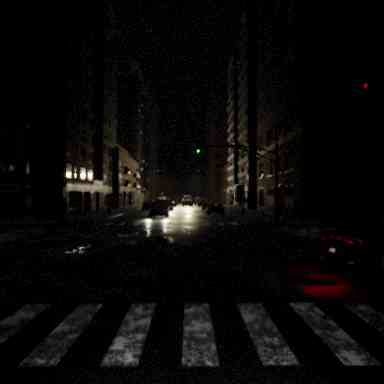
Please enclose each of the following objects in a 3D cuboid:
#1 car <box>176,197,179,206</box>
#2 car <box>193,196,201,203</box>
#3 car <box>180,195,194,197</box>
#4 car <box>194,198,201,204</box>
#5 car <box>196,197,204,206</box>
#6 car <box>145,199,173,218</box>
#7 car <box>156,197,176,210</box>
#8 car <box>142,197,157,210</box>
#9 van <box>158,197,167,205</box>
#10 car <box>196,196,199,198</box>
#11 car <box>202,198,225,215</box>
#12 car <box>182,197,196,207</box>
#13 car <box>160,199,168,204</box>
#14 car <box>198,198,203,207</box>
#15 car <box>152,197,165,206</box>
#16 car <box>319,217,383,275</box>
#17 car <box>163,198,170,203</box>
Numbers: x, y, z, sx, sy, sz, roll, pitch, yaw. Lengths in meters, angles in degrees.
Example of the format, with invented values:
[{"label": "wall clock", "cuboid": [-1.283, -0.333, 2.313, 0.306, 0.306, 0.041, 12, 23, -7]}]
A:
[{"label": "car", "cuboid": [-3.838, 2.058, 62.903, 2.033, 1.411, 5.357, 0, -1, -1]}, {"label": "car", "cuboid": [1.334, 2.161, 94.331, 2.192, 1.841, 5.009, 0, -1, -1]}, {"label": "car", "cuboid": [-1.058, 1.818, 73.110, 2.150, 2.045, 5.566, 0, -1, -1]}, {"label": "car", "cuboid": [1.458, 2.368, 88.676, 1.802, 1.307, 4.206, 0, -1, -1]}, {"label": "car", "cuboid": [2.078, 2.067, 60.409, 1.802, 1.307, 4.206, 0, -1, -1]}, {"label": "car", "cuboid": [-3.283, 1.740, 33.786, 1.882, 1.535, 5.008, 0, 0, -1]}, {"label": "car", "cuboid": [-3.525, 1.834, 45.352, 1.882, 1.535, 5.008, 0, 0, -1]}, {"label": "car", "cuboid": [-6.197, 1.826, 48.929, 1.967, 1.590, 4.097, 0, 0, -1]}, {"label": "van", "cuboid": [-6.819, 2.005, 77.201, 1.690, 1.788, 3.998, 0, -1, -1]}, {"label": "car", "cuboid": [1.953, 2.087, 66.063, 1.887, 1.381, 4.507, 0, -1, -1]}, {"label": "car", "cuboid": [2.574, 1.735, 37.801, 1.967, 1.590, 4.097, 0, 0, -1]}, {"label": "car", "cuboid": [-0.838, 2.076, 63.077, 1.994, 1.385, 4.181, 0, -1, -1]}, {"label": "car", "cuboid": [-6.942, 2.307, 82.853, 1.802, 1.307, 4.206, 0, -1, -1]}, {"label": "car", "cuboid": [2.326, 1.969, 49.107, 1.802, 1.307, 4.206, 0, 0, -1]}, {"label": "car", "cuboid": [-6.571, 1.857, 65.891, 2.192, 1.841, 5.009, 0, -1, -1]}, {"label": "car", "cuboid": [6.440, 1.538, 10.444, 5.008, 1.535, 1.882, 0, -2, -18]}, {"label": "car", "cuboid": [-7.189, 2.427, 94.163, 1.802, 1.307, 4.206, 0, -1, -1]}]
